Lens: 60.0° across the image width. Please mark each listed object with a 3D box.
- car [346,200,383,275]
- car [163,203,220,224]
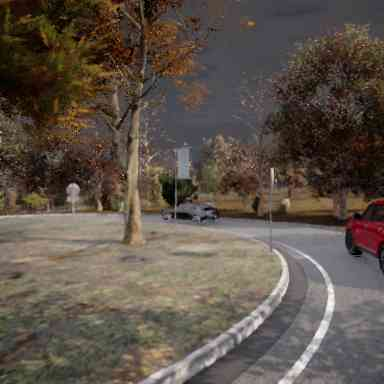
[{"bbox_3d":[6.369,1.237,9.981,2.150,2.045,5.566,0,0,11],"label":"car"},{"bbox_3d":[-0.153,1.575,25.708,4.902,1.511,2.128,0,0,39],"label":"car"}]
